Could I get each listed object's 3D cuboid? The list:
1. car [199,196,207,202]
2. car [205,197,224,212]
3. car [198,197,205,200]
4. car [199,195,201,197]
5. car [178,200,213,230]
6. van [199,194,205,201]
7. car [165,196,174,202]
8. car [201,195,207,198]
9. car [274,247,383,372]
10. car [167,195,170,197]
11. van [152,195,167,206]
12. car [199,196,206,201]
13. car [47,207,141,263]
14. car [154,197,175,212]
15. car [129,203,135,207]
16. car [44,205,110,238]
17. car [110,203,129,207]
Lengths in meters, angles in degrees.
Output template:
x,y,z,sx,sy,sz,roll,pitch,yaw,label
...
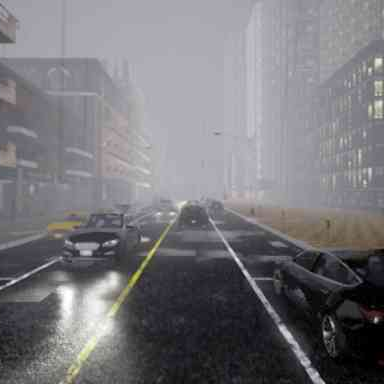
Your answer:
x,y,z,sx,sy,sz,roll,pitch,yaw,label
2.746,1.755,82.989,1.947,1.339,4.313,0,0,0,car
2.719,1.636,38.806,1.947,1.339,4.313,0,0,0,car
0.121,1.618,38.733,2.033,1.411,5.357,0,0,0,car
2.733,1.676,60.899,2.008,1.369,4.403,0,0,0,car
0.101,1.512,21.364,1.882,1.535,5.008,0,0,0,car
2.753,1.568,94.036,1.690,1.788,3.998,0,0,0,van
-5.635,1.741,82.994,2.008,1.369,4.403,0,0,0,car
2.726,1.537,49.852,1.967,1.590,4.097,0,0,0,car
2.699,1.575,5.669,1.947,1.339,4.313,0,0,0,car
-5.648,1.671,60.904,1.887,1.381,4.507,0,0,0,car
-5.651,1.453,55.382,1.690,1.788,3.998,0,0,0,van
2.750,1.752,88.512,1.887,1.381,4.507,0,0,0,car
-3.051,1.512,12.102,2.128,1.511,4.902,0,0,0,car
-3.066,1.597,39.353,1.812,1.442,4.674,0,0,0,car
-5.669,1.613,27.766,1.947,1.339,4.313,0,0,0,car
-5.675,1.552,16.551,1.752,1.417,4.829,0,0,0,car
-5.672,1.562,22.074,1.752,1.417,4.829,0,0,0,car
